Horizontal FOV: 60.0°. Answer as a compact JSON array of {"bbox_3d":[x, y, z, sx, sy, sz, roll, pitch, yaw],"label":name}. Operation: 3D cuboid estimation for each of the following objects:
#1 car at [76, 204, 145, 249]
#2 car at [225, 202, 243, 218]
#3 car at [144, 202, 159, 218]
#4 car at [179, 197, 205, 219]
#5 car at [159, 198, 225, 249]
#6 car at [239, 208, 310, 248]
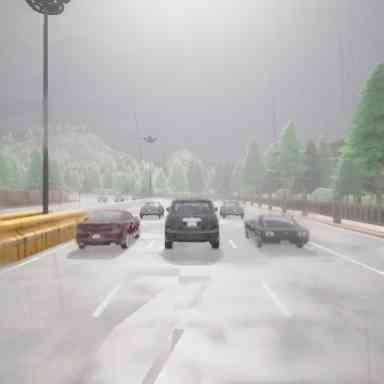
[{"bbox_3d":[-3.500,1.482,14.650,1.882,1.535,5.008,0,0,0],"label":"car"},{"bbox_3d":[3.500,1.561,29.650,2.033,1.411,5.357,0,0,0],"label":"car"},{"bbox_3d":[-3.500,1.561,29.650,2.033,1.411,5.357,0,0,0],"label":"car"},{"bbox_3d":[0.000,1.364,29.620,2.097,1.767,4.553,0,0,0],"label":"car"},{"bbox_3d":[0.000,1.255,14.680,2.150,2.045,5.566,0,0,0],"label":"car"},{"bbox_3d":[3.500,1.613,14.680,1.895,1.301,4.718,0,0,0],"label":"car"}]
